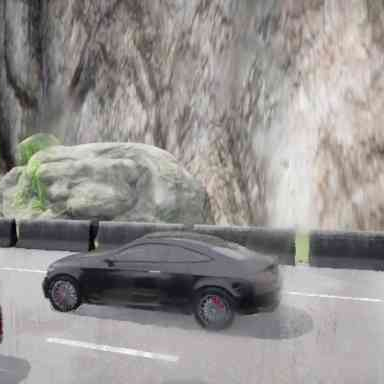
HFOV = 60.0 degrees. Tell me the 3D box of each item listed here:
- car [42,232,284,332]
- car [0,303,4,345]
[{"bbox_3d":[-0.622,1.525,6.528,4.674,1.442,1.812,0,0,17],"label":"car"},{"bbox_3d":[-4.791,1.352,4.151,4.553,1.767,2.097,0,0,17],"label":"car"}]
